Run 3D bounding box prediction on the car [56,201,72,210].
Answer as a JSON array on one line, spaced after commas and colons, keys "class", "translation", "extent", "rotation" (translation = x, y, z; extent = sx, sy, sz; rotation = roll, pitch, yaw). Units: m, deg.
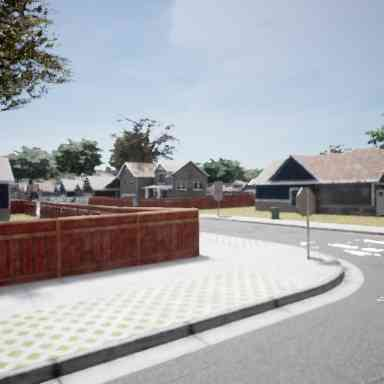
[{"class": "car", "translation": [-18.217, 1.854, 47.135], "extent": [1.895, 1.301, 4.718], "rotation": [-1, 0, -35]}]
